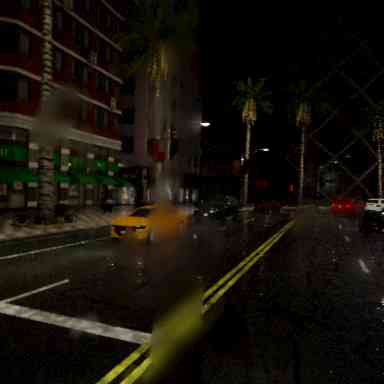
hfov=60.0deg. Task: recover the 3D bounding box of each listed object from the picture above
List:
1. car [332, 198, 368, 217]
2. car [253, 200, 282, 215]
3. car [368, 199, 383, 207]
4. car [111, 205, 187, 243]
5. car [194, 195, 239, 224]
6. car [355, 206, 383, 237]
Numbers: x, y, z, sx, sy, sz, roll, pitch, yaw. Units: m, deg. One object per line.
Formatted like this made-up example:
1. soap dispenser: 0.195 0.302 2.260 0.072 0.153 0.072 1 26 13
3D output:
1. car: 18.057 1.740 38.431 2.150 2.045 5.566 2 0 43
2. car: 8.762 1.709 38.208 1.882 1.535 5.008 2 0 36
3. car: 26.080 1.980 45.514 5.566 2.045 2.150 2 0 -31
4. car: -1.885 1.402 15.924 1.882 1.535 5.008 2 0 22
5. car: 2.039 1.257 25.683 2.150 2.045 5.566 2 0 23
6. car: 10.949 1.844 19.467 1.812 1.442 4.674 2 0 21
